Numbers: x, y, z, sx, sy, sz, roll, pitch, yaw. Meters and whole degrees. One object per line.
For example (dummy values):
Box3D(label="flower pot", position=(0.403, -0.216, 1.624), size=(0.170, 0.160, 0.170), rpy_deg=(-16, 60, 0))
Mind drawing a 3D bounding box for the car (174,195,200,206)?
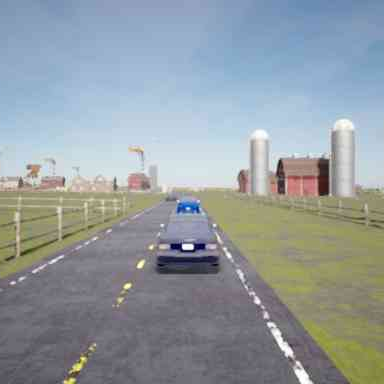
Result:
Box3D(label="car", position=(-0.320, 1.144, 29.393), size=(1.882, 1.535, 5.008), rpy_deg=(0, 1, 0))

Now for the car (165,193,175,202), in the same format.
Box3D(label="car", position=(-3.541, 0.917, 57.521), size=(1.994, 1.385, 4.181), rpy_deg=(0, 1, 0))

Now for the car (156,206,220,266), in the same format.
Box3D(label="car", position=(-0.121, 1.421, 11.032), size=(2.033, 1.411, 5.357), rpy_deg=(0, 1, 0))
